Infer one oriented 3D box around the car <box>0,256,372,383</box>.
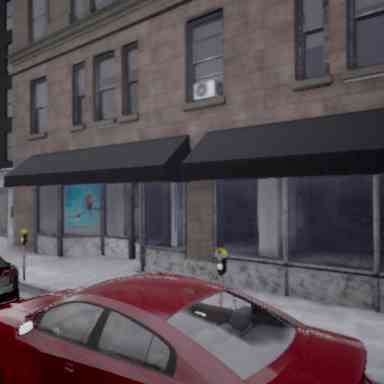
[{"bbox_3d":[-0.615,1.575,3.517,4.507,1.381,1.887,-1,0,36],"label":"car"}]
